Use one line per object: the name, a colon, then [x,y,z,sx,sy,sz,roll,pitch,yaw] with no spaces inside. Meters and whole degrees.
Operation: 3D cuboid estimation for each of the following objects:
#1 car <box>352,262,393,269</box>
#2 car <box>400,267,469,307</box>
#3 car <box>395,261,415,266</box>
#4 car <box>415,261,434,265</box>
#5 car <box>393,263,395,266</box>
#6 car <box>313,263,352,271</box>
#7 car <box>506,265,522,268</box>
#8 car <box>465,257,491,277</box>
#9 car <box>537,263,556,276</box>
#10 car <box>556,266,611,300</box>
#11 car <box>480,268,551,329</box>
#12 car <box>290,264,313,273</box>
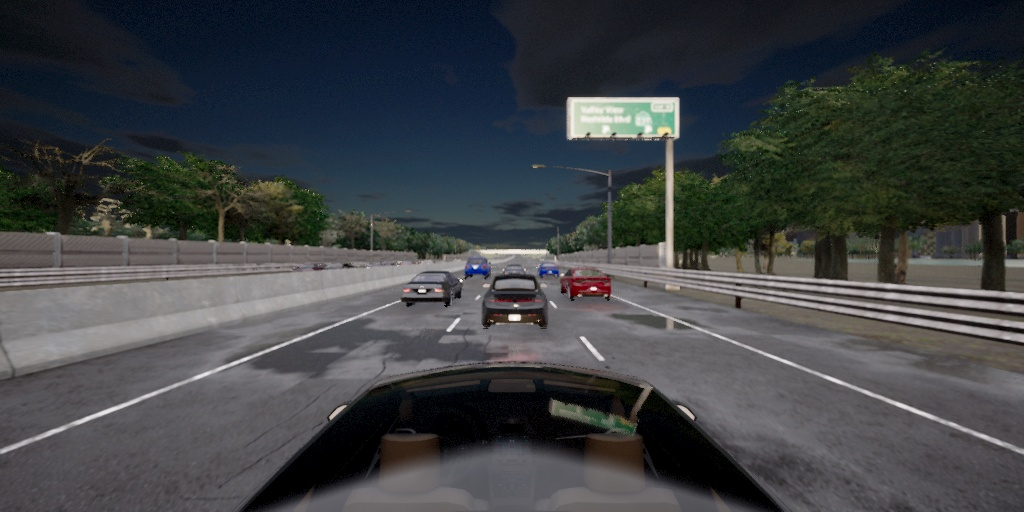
car: [-13.965,1.512,36.152,1.994,1.385,4.181,0,0,0]
car: [-3.378,1.385,16.037,2.033,1.411,5.357,0,0,0]
car: [-17.189,1.555,59.168,1.882,1.535,5.008,0,0,1]
car: [-13.705,1.550,58.305,1.882,1.535,5.008,0,-1,1]
car: [-20.670,1.646,59.895,1.994,1.385,4.181,0,0,1]
car: [-17.466,1.452,36.054,1.837,1.490,4.892,0,0,0]
car: [0.192,1.468,31.065,2.033,1.411,5.357,0,0,0]
car: [-3.279,1.163,34.948,2.150,2.045,5.566,0,0,0]
car: [3.739,1.433,37.356,1.882,1.535,5.008,0,0,0]
car: [3.631,1.328,18.365,1.882,1.535,5.008,0,0,0]
car: [0.095,1.319,11.580,1.837,1.490,4.892,0,0,1]
car: [-20.956,1.516,37.055,1.994,1.385,4.181,0,0,1]
